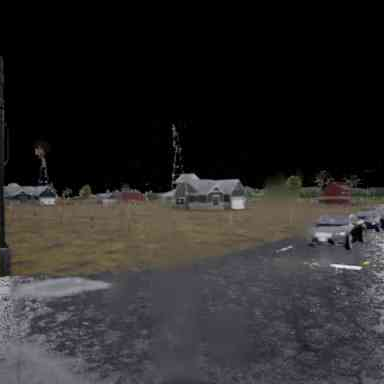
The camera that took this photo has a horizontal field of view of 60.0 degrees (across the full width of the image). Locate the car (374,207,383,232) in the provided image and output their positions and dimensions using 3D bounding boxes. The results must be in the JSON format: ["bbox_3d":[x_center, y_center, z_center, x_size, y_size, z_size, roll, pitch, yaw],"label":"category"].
[{"bbox_3d":[12.719,2.012,24.052,2.033,1.411,5.357,-2,-2,35],"label":"car"}]

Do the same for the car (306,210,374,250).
[{"bbox_3d":[7.034,1.795,16.105,2.128,1.511,4.902,-2,-2,37],"label":"car"}]
